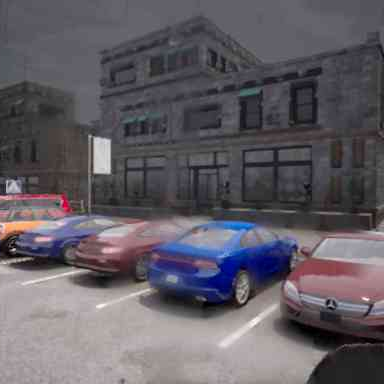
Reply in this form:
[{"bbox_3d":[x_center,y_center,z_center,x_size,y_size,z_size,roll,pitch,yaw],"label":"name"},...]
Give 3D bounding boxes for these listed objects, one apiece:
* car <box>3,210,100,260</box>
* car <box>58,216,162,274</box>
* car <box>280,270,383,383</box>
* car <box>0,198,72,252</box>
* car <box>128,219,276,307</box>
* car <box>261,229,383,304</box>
[{"bbox_3d":[-3.533,1.480,11.471,2.002,1.452,4.674,0,0,35],"label":"car"},{"bbox_3d":[-1.182,1.492,9.794,2.002,1.452,4.674,0,0,35],"label":"car"},{"bbox_3d":[2.556,1.571,1.555,4.181,1.385,1.994,0,0,35],"label":"car"},{"bbox_3d":[-5.689,1.304,12.973,2.185,1.767,4.553,0,0,35],"label":"car"},{"bbox_3d":[1.061,1.463,8.191,2.097,1.535,5.008,0,0,35],"label":"car"},{"bbox_3d":[3.311,1.515,6.596,2.002,1.452,4.674,0,0,35],"label":"car"}]
